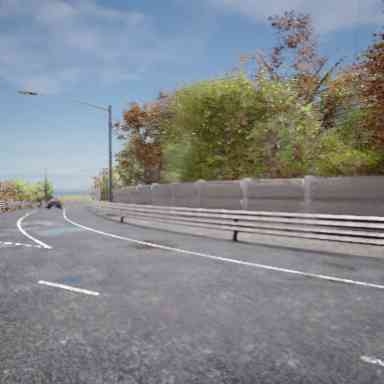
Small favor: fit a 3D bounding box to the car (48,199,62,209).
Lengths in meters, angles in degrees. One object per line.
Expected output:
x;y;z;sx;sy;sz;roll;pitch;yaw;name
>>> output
-21.918;1.896;53.229;1.837;1.490;4.892;-1;-2;-19;car
